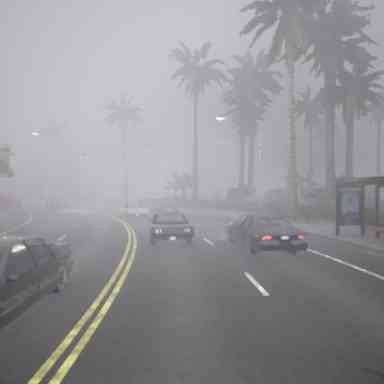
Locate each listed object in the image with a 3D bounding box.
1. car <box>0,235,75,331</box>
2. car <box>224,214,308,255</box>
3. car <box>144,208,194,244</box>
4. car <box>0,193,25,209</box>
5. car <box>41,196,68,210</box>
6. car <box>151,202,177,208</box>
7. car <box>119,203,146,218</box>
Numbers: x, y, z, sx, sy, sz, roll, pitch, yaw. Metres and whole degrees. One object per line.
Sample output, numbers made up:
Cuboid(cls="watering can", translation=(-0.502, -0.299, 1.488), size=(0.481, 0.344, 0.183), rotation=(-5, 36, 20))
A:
Cuboid(cls="car", translation=(-3.773, 1.572, 6.168), size=(2.033, 1.411, 5.357), rotation=(0, 0, -3))
Cuboid(cls="car", translation=(2.779, 1.600, 13.662), size=(2.033, 1.411, 5.357), rotation=(0, 0, -8))
Cuboid(cls="car", translation=(-1.187, 1.663, 16.178), size=(1.895, 1.301, 4.718), rotation=(0, 0, -10))
Cuboid(cls="car", translation=(-27.939, 1.418, 50.250), size=(5.566, 2.045, 2.150), rotation=(-1, -1, 36))
Cuboid(cls="car", translation=(-18.940, 1.672, 46.552), size=(2.128, 1.511, 4.902), rotation=(0, -1, -41))
Cuboid(cls="car", translation=(-2.895, 1.694, 33.716), size=(1.994, 1.385, 4.181), rotation=(0, 0, -23))
Cuboid(cls="car", translation=(-5.735, 1.723, 31.694), size=(1.895, 1.301, 4.718), rotation=(0, 0, -22))
